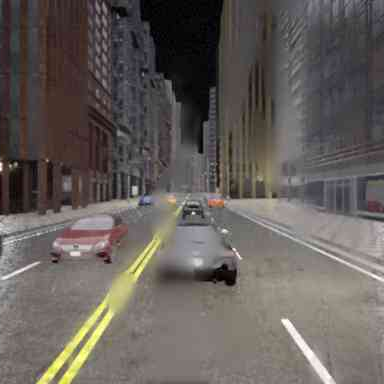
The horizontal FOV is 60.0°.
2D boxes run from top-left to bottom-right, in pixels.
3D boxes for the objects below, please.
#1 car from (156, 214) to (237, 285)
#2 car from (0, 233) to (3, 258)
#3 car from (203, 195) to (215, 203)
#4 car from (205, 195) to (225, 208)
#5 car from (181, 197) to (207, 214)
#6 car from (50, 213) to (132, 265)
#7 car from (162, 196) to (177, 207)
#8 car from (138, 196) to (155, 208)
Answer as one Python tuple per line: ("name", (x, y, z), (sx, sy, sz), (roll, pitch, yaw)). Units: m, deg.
("car", (0.106, 1.560, 9.514), (1.994, 1.385, 4.181), (0, 0, 0))
("car", (-6.592, 1.492, 8.061), (1.837, 1.490, 4.892), (0, 0, 0))
("car", (3.304, 1.333, 65.507), (2.128, 1.511, 4.902), (0, 0, 0))
("car", (3.379, 1.280, 46.868), (2.097, 1.767, 4.553), (0, 0, 0))
("car", (0.119, 1.480, 29.635), (1.837, 1.490, 4.892), (0, 0, 0))
("car", (-3.335, 1.515, 11.838), (1.812, 1.442, 4.674), (0, 0, 0))
("car", (-3.286, 1.388, 49.225), (1.882, 1.535, 5.008), (0, 1, 0))
("car", (-6.537, 1.389, 47.929), (1.882, 1.535, 5.008), (0, 0, 0))
